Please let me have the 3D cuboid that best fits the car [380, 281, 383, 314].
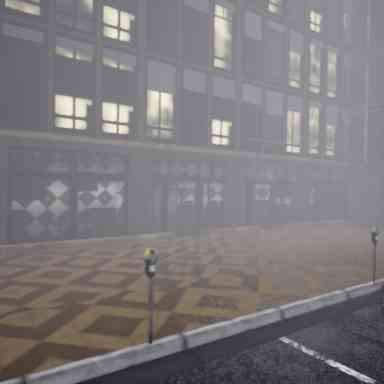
[{"bbox_3d":[5.218,1.577,6.050,4.313,1.339,1.947,1,1,-34],"label":"car"}]
